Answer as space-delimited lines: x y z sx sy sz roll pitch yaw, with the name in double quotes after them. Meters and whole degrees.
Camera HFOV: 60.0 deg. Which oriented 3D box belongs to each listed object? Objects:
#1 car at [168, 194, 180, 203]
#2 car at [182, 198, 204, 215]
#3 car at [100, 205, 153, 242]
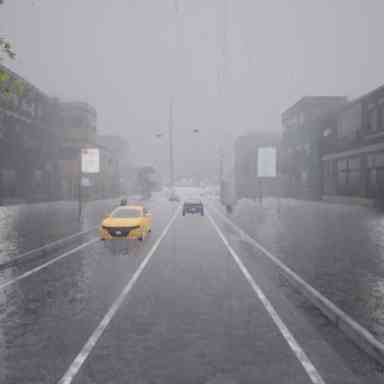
-3.034 1.108 58.105 2.033 1.411 5.357 0 1 1 "car"
0.101 1.329 31.426 1.882 1.535 5.008 0 1 0 "car"
-3.099 1.440 16.521 1.882 1.535 5.008 0 0 0 "car"
